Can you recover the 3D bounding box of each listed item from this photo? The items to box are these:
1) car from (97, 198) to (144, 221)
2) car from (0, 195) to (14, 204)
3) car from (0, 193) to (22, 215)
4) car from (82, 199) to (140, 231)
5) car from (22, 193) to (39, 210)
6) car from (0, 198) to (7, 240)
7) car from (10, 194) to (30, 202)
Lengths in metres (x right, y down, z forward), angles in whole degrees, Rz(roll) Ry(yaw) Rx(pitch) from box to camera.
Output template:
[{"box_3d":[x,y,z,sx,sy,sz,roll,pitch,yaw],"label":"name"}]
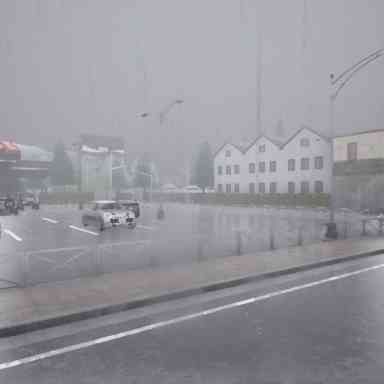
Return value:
[{"box_3d":[-5.742,1.313,26.231,2.007,1.523,4.514,0,0,-36],"label":"car"},{"box_3d":[-38.404,1.495,66.658,4.611,1.667,2.242,0,0,-36],"label":"car"},{"box_3d":[-17.207,1.113,30.348,1.932,1.855,4.605,0,0,-36],"label":"car"},{"box_3d":[-4.629,1.247,18.365,1.970,1.475,3.806,0,0,-36],"label":"car"},{"box_3d":[-19.101,1.092,38.662,1.905,1.878,3.866,0,0,-36],"label":"car"},{"box_3d":[-9.665,1.169,14.375,2.152,1.636,5.027,0,0,-36],"label":"car"},{"box_3d":[-38.162,1.328,73.786,3.866,1.878,1.905,0,0,-36],"label":"car"}]
